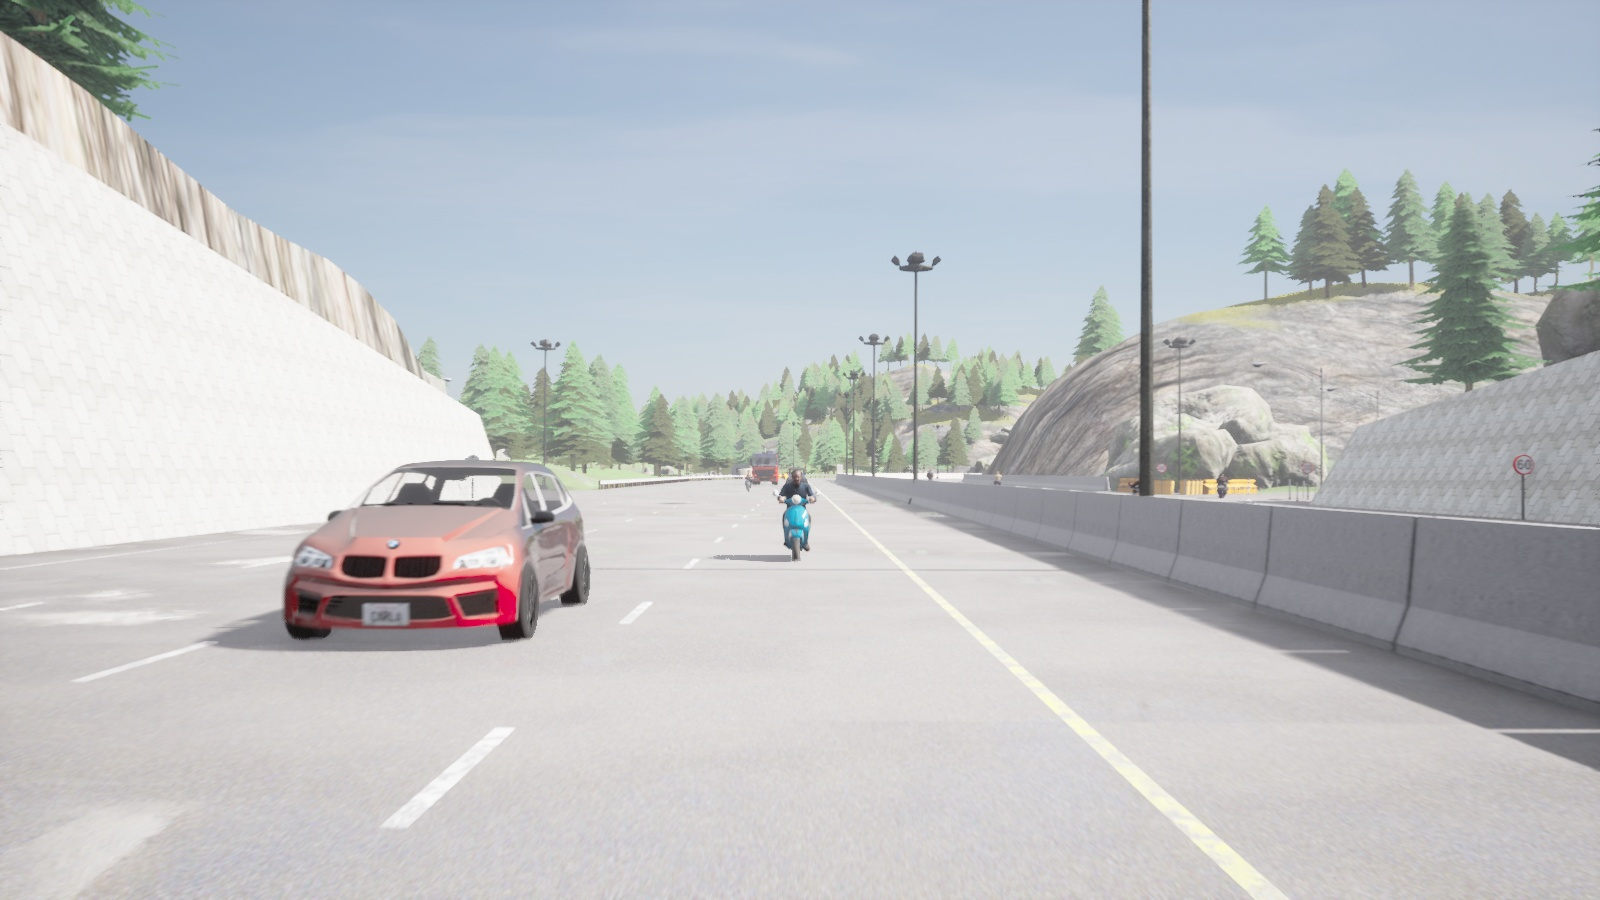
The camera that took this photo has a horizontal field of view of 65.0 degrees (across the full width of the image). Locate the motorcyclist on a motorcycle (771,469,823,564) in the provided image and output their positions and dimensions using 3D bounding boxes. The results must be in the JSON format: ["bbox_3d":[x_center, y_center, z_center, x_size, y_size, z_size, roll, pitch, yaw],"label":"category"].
[{"bbox_3d":[-0.054,1.137,22.047,0.866,1.590,1.817,0,-1,0],"label":"motorcyclist on a motorcycle"}]

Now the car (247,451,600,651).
[{"bbox_3d":[-3.532,0.888,12.864,2.242,1.667,4.611,0,-1,0],"label":"car"}]
